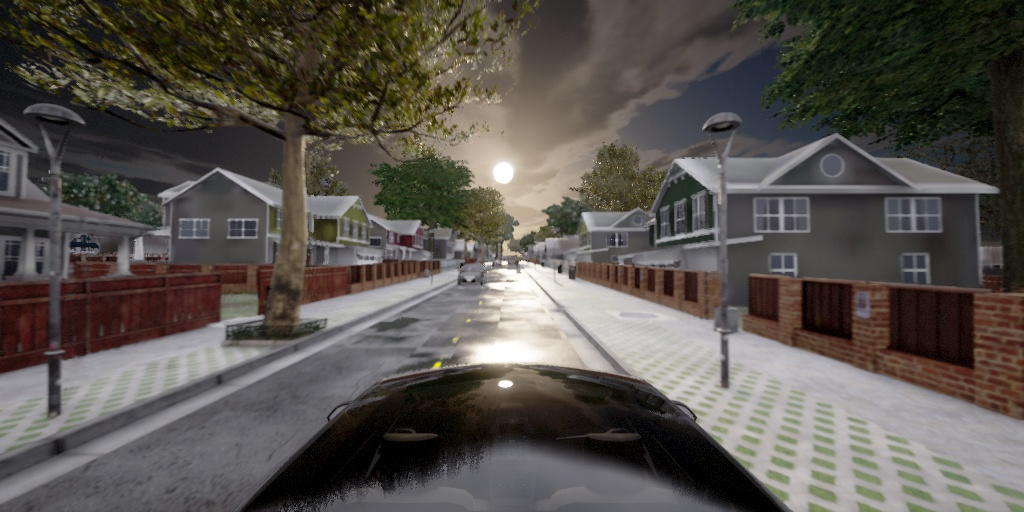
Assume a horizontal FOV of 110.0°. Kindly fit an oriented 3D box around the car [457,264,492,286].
[{"bbox_3d":[-2.852,1.336,26.370,2.128,1.511,4.902,0,0,0],"label":"car"}]

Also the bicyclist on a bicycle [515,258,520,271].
[{"bbox_3d":[0.750,1.222,50.042,0.659,1.776,1.843,0,0,0],"label":"bicyclist on a bicycle"}]
